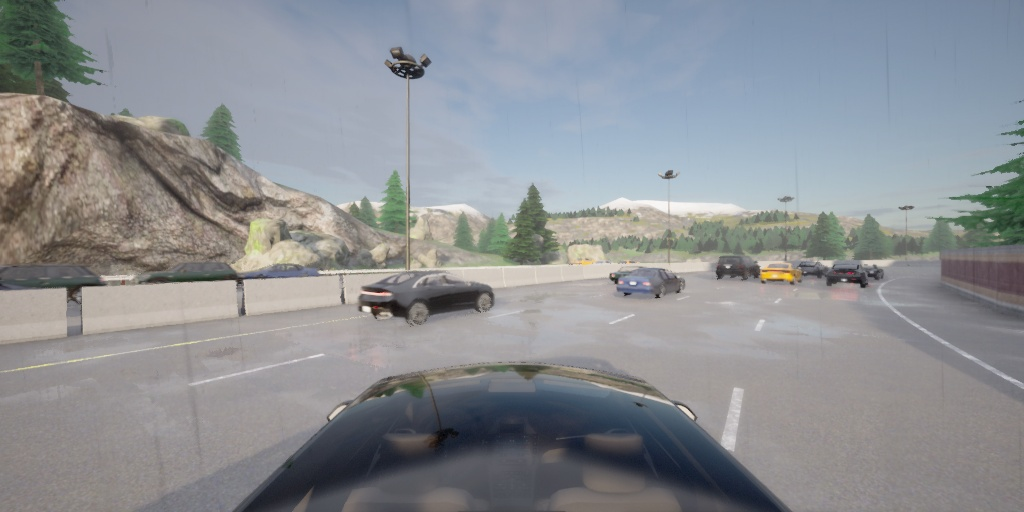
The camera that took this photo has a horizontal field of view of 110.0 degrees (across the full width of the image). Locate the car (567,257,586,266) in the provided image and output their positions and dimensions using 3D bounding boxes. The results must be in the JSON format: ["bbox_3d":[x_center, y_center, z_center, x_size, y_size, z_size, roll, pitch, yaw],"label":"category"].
[{"bbox_3d":[9.858,0.945,50.461,5.008,1.535,1.882,0,0,-40],"label":"car"}]

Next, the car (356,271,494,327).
[{"bbox_3d":[-2.546,1.240,11.736,2.128,1.511,4.902,0,0,36],"label":"car"}]

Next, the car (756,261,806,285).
[{"bbox_3d":[19.807,1.227,26.298,5.008,1.535,1.882,0,0,-44],"label":"car"}]

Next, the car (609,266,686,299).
[{"bbox_3d":[7.223,1.298,18.378,2.033,1.411,5.357,0,0,41],"label":"car"}]

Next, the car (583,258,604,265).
[{"bbox_3d":[12.026,1.283,47.712,4.674,1.442,1.812,0,0,-40],"label":"car"}]

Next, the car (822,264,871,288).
[{"bbox_3d":[22.502,1.255,24.031,4.892,1.490,1.837,0,0,-43],"label":"car"}]

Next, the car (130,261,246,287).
[{"bbox_3d":[-18.212,1.102,20.209,2.097,1.767,4.553,0,0,36],"label":"car"}]

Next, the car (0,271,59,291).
[{"bbox_3d":[-16.529,1.314,10.246,1.994,1.385,4.181,0,0,33],"label":"car"}]

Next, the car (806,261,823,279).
[{"bbox_3d":[27.764,1.241,33.153,4.902,1.511,2.128,0,0,-39],"label":"car"}]

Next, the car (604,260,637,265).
[{"bbox_3d":[14.186,1.233,44.955,5.008,1.535,1.882,0,0,-40],"label":"car"}]

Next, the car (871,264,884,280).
[{"bbox_3d":[30.454,1.351,30.847,4.718,1.301,1.895,0,0,-39],"label":"car"}]

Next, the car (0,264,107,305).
[{"bbox_3d":[-18.598,1.102,13.459,2.097,1.767,4.553,0,0,34],"label":"car"}]

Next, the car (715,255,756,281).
[{"bbox_3d":[19.359,0.972,30.657,5.566,2.045,2.150,0,0,-42],"label":"car"}]

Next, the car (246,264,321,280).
[{"bbox_3d":[-17.538,1.297,27.087,2.033,1.411,5.357,0,0,38],"label":"car"}]

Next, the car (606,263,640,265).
[{"bbox_3d":[8.800,1.351,25.272,1.895,1.301,4.718,0,0,43],"label":"car"}]
